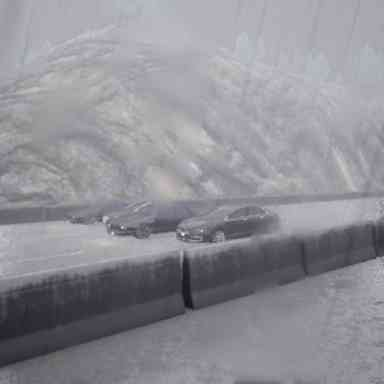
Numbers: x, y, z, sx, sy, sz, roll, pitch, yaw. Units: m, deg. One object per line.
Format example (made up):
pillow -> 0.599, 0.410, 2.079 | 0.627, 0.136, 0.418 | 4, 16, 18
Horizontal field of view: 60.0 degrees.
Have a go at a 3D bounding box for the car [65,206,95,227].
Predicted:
car -> -5.361, 1.345, 21.707 | 5.357, 1.411, 2.033 | -2, 1, -36

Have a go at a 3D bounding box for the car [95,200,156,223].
car -> -2.709, 1.268, 19.303 | 4.902, 1.511, 2.128 | -2, 1, -36

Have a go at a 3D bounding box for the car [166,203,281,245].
car -> 1.625, 1.269, 13.797 | 4.892, 1.490, 1.837 | -2, 1, -36

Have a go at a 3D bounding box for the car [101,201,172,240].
car -> -1.289, 1.342, 16.013 | 5.357, 1.411, 2.033 | -2, 1, -36
